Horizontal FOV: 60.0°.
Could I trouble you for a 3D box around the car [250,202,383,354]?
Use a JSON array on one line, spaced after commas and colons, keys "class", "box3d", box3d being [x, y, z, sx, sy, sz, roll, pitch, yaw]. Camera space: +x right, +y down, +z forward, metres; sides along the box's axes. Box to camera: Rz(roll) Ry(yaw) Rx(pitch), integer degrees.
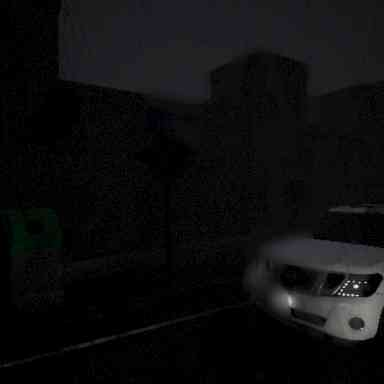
[{"class": "car", "box3d": [3.652, 1.248, 6.457, 5.566, 2.045, 2.150, 0, 0, -35]}]
